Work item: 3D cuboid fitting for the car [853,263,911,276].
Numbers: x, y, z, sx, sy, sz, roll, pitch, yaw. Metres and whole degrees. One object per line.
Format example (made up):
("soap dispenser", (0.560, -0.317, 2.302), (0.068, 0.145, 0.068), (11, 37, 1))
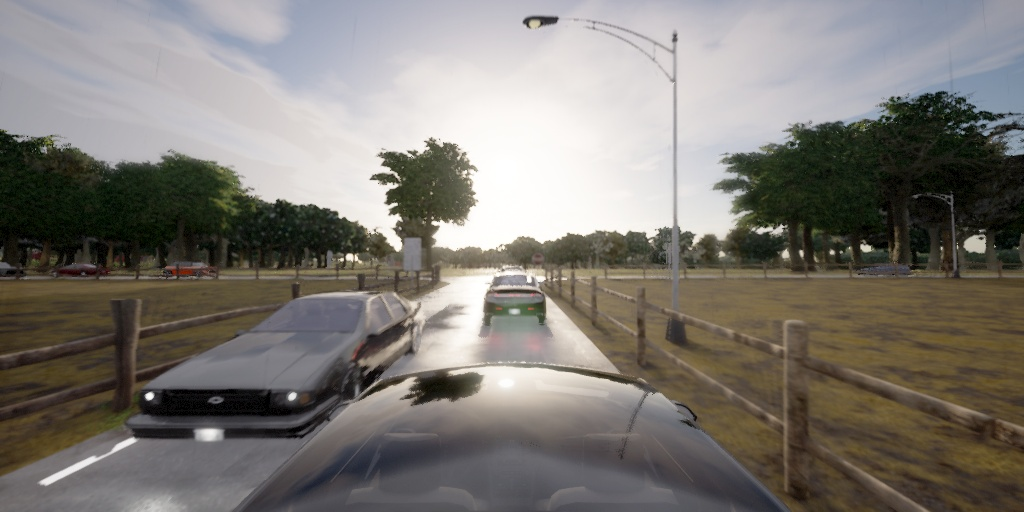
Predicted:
("car", (38.160, 1.376, 37.092), (4.181, 1.385, 1.994), (-1, -2, 11))

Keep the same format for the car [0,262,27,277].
("car", (-51.894, 1.330, 35.952), (4.553, 1.767, 2.097), (0, -2, 0))

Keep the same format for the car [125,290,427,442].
("car", (-2.852, 1.314, 6.040), (2.033, 1.411, 5.357), (0, 0, 0))

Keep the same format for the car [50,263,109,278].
("car", (-46.680, 1.541, 38.750), (5.008, 1.535, 1.882), (0, -2, 0))

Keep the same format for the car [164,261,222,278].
("car", (-31.805, 1.328, 35.888), (4.553, 1.767, 2.097), (0, -2, 0))

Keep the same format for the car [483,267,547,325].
("car", (0.078, 1.290, 12.035), (2.128, 1.511, 4.902), (0, 0, 0))
